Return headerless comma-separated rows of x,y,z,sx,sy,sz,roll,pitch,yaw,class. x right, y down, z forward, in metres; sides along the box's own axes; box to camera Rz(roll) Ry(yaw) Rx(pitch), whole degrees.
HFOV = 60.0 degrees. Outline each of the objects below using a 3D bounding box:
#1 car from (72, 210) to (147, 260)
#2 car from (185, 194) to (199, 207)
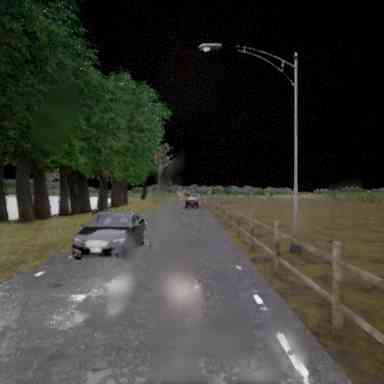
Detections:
-2.828,1.451,12.277,2.128,1.511,4.902,0,0,0,car
-0.011,1.399,48.563,1.882,1.535,5.008,0,0,0,car
